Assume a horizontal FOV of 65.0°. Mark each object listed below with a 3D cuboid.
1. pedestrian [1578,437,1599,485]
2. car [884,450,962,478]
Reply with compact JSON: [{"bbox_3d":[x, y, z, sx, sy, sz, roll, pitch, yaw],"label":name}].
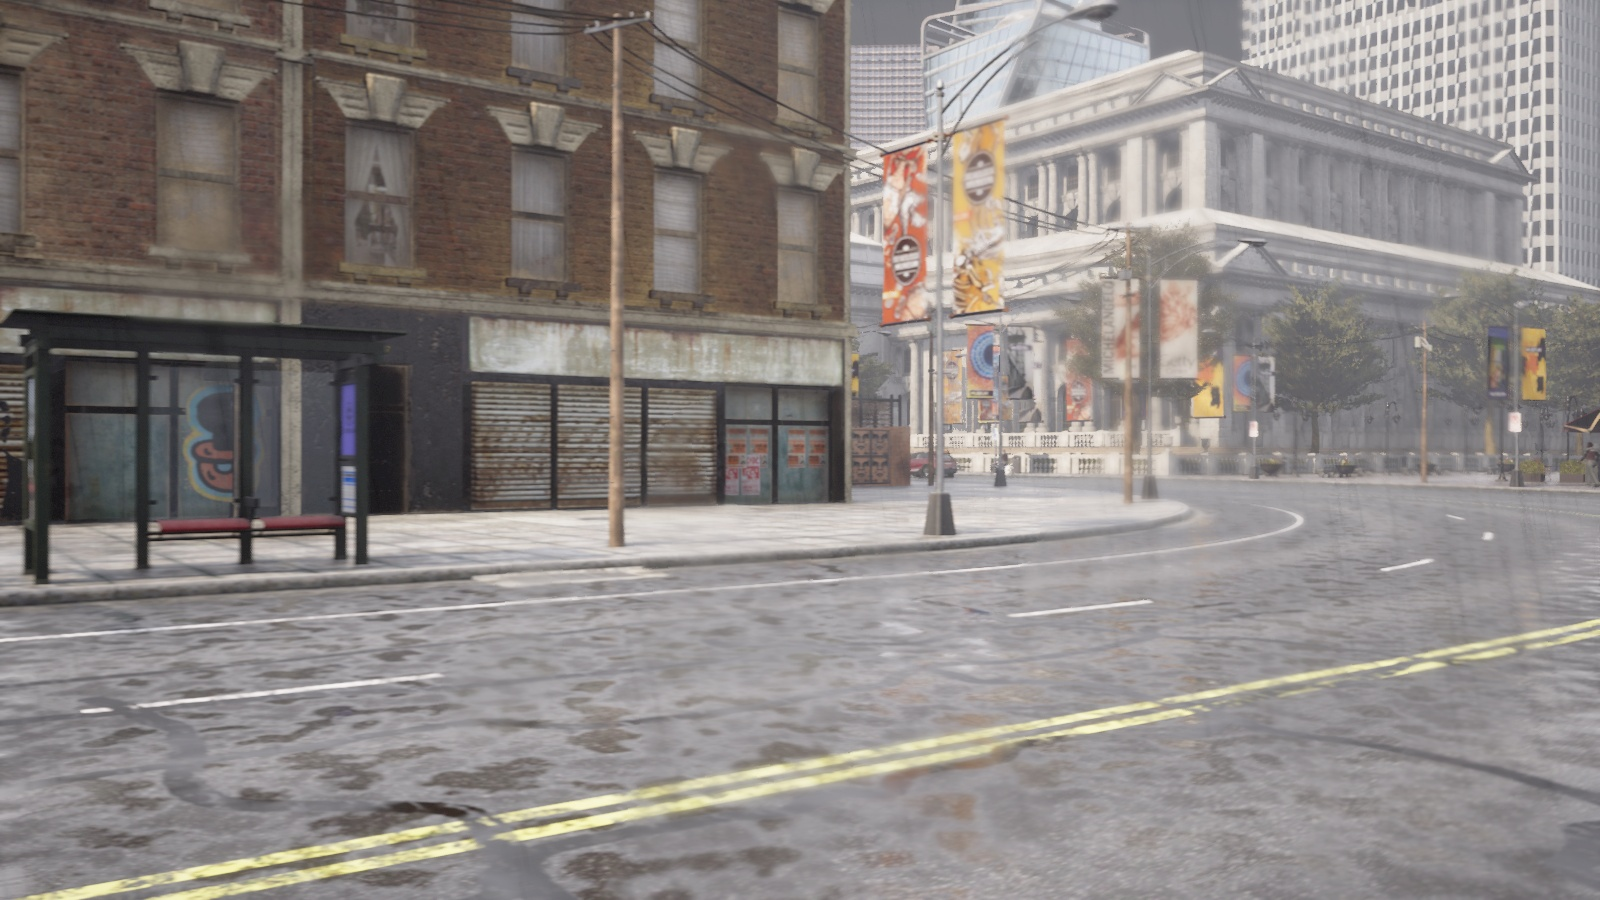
[{"bbox_3d":[31.941,0.444,50.790,0.402,1.930,0.666,0,0,-19],"label":"pedestrian"},{"bbox_3d":[7.430,0.842,76.393,2.033,1.649,4.856,0,0,-36],"label":"car"}]
